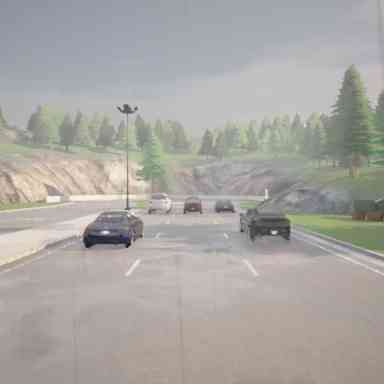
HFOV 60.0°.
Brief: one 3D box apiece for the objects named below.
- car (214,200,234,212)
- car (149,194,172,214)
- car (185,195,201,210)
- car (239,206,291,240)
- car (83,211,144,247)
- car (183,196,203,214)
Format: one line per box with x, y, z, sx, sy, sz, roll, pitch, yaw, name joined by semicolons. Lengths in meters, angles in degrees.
3.610;1.563;38.001;1.994;1.385;4.181;0;0;-1;car
-3.390;1.220;36.221;2.150;2.045;5.566;0;0;0;car
0.189;1.352;44.463;2.097;1.767;4.553;0;0;1;car
3.601;1.505;16.962;1.837;1.490;4.892;0;0;0;car
-3.400;1.564;15.054;1.994;1.385;4.181;0;0;0;car
0.092;1.478;35.228;1.882;1.535;5.008;0;0;0;car
